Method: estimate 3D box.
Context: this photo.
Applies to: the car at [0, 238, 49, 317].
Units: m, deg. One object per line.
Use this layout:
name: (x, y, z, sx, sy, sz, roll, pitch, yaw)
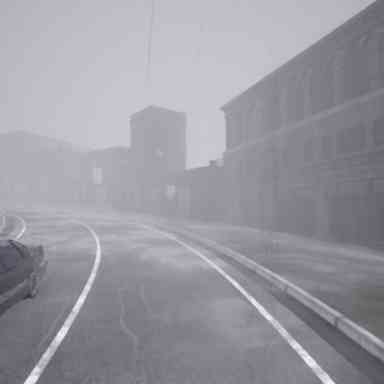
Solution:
car: (-4.010, 1.539, 5.552, 2.033, 1.411, 5.357, 0, 0, -7)
